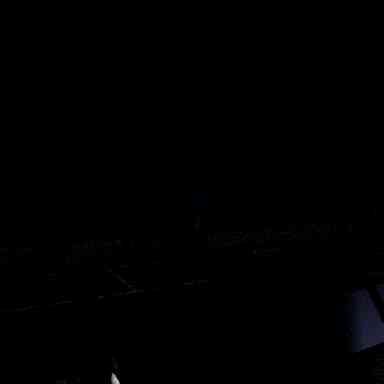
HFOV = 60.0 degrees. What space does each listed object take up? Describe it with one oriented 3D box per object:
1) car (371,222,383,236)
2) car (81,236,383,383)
[{"bbox_3d":[10.181,1.566,15.382,4.313,1.339,1.947,0,0,-30],"label":"car"},{"bbox_3d":[1.593,1.547,3.845,5.357,1.411,2.033,0,0,-30],"label":"car"}]
